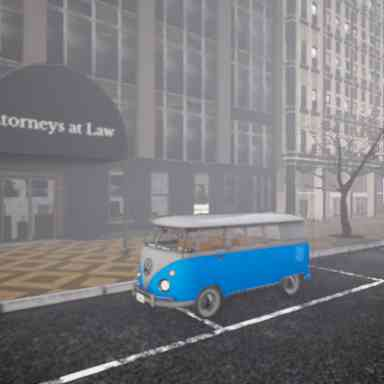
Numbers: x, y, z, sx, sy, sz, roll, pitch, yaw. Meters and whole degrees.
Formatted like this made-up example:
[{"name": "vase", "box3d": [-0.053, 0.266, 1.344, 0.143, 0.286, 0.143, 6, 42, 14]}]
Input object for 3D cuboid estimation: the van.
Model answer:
[{"name": "van", "box3d": [0.801, 1.378, 7.136, 3.998, 1.788, 1.690, 1, -1, -35]}]
